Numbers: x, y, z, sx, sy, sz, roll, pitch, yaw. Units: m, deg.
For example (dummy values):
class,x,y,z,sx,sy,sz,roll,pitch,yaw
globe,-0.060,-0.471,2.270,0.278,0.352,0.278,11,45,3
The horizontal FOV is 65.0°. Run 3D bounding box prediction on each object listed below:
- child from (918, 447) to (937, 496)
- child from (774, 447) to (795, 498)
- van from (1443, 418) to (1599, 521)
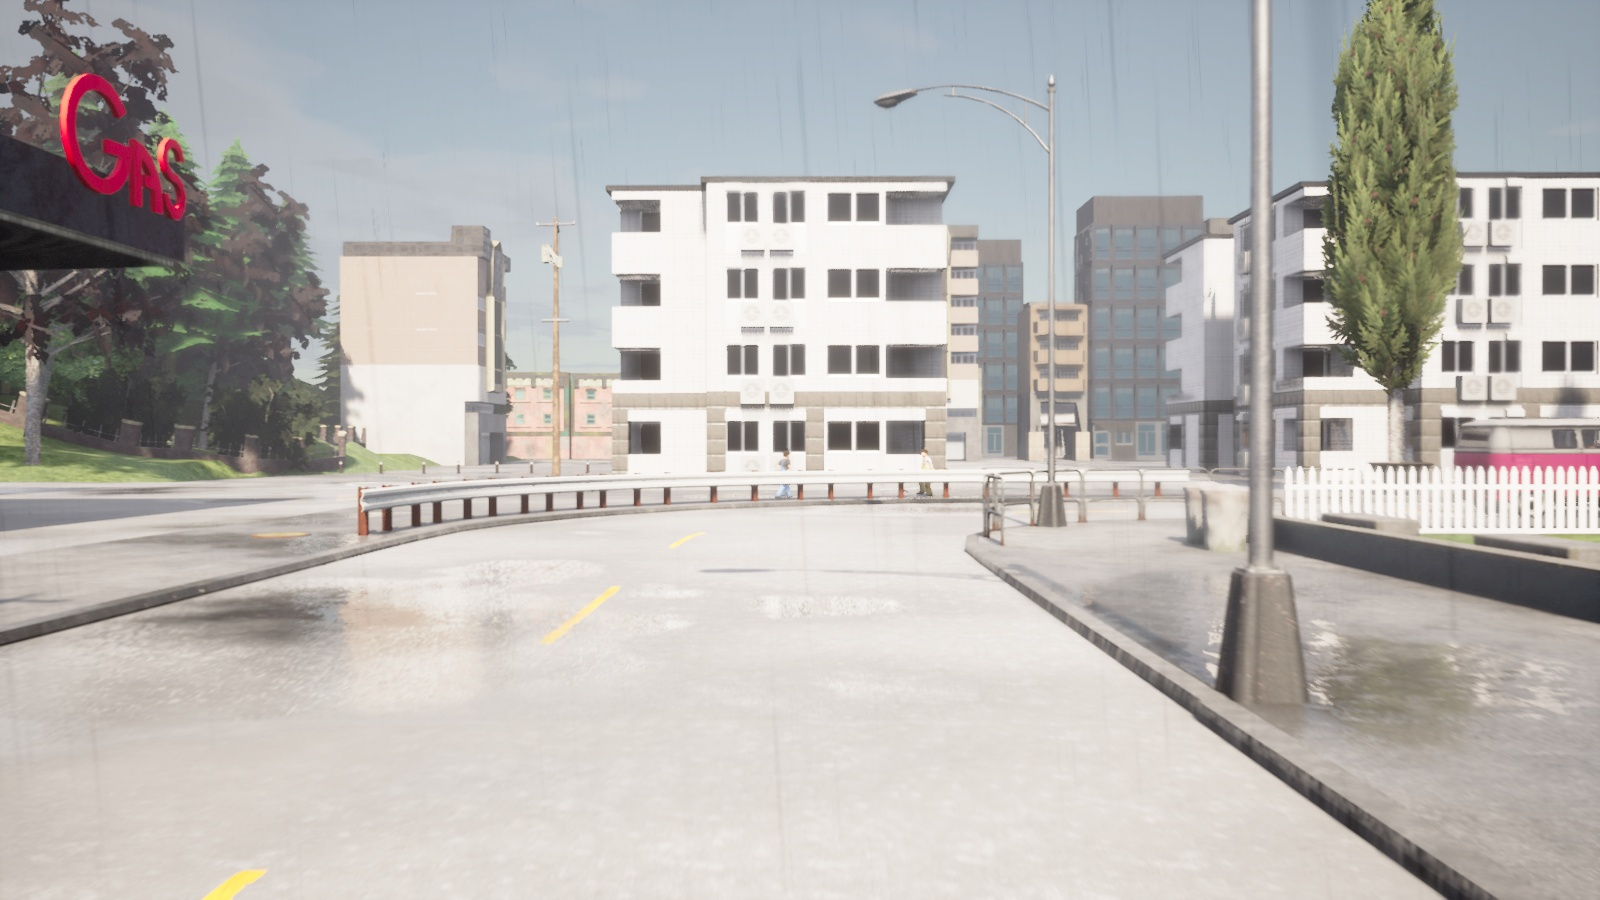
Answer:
class,x,y,z,sx,sy,sz,roll,pitch,yaw
child,3.297,0.554,32.501,0.437,1.263,0.270,0,0,-17
child,-0.386,0.556,31.528,0.437,1.263,0.270,0,0,-33
van,15.557,0.369,25.160,4.442,1.987,1.775,0,0,0
